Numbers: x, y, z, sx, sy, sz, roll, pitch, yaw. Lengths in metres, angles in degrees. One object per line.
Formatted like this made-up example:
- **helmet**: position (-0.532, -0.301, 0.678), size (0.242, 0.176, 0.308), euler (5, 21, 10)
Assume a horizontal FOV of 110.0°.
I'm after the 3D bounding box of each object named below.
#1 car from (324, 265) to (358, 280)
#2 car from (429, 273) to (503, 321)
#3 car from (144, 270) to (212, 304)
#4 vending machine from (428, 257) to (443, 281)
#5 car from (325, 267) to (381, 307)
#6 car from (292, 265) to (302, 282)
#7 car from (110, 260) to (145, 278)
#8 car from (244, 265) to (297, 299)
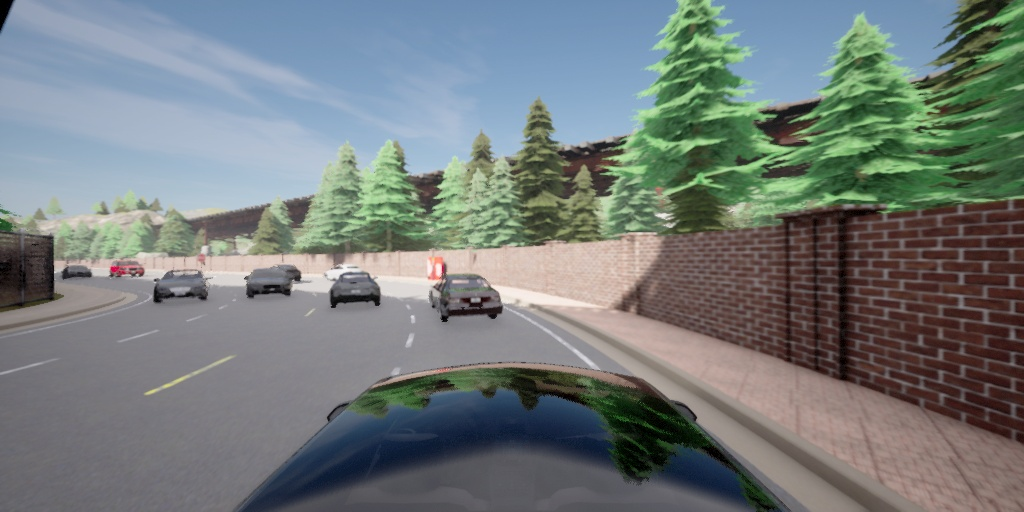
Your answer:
- **car**: position (-14.403, 1.461, 30.903), size (4.674, 1.442, 1.812), euler (-1, 0, 39)
- **car**: position (-1.809, 1.325, 12.703), size (2.033, 1.411, 5.357), euler (-1, 0, -18)
- **car**: position (-16.435, 1.443, 18.014), size (2.128, 1.511, 4.902), euler (0, 0, -39)
- **vending machine**: position (-6.112, 1.033, 28.632), size (1.100, 2.100, 0.880), euler (0, 0, -40)
- **car**: position (-7.097, 1.405, 16.240), size (1.994, 1.385, 4.181), euler (-1, 0, -24)
- **car**: position (-19.759, 1.502, 30.557), size (4.892, 1.490, 1.837), euler (-1, 0, 36)
- **car**: position (-46.417, 1.544, 43.210), size (5.566, 2.045, 2.150), euler (-1, 0, 32)
- **car**: position (-13.317, 1.421, 19.624), size (1.837, 1.490, 4.892), euler (0, -1, -38)
